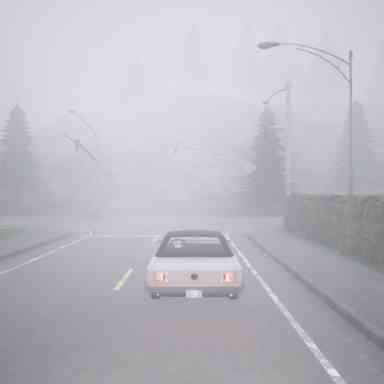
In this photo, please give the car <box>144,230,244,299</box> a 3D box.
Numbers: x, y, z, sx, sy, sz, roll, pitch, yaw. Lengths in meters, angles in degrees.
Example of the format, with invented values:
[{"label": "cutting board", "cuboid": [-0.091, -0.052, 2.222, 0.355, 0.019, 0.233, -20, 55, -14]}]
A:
[{"label": "car", "cuboid": [0.061, 1.601, 8.382, 1.895, 1.301, 4.718, 0, 0, 0]}]
